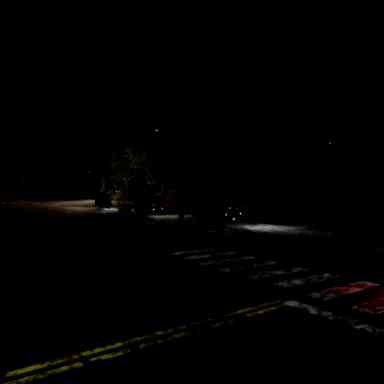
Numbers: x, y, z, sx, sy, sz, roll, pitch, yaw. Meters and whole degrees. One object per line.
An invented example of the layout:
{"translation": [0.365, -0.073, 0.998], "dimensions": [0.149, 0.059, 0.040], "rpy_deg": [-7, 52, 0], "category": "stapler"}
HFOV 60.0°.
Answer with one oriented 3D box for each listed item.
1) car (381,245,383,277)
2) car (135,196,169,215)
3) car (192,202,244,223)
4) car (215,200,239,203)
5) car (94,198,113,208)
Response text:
{"translation": [6.966, 1.691, 9.869], "dimensions": [1.837, 1.490, 4.892], "rpy_deg": [1, 0, 39], "category": "car"}
{"translation": [-4.707, 1.445, 38.191], "dimensions": [2.150, 2.045, 5.566], "rpy_deg": [0, 0, -33], "category": "car"}
{"translation": [2.049, 1.806, 27.820], "dimensions": [1.895, 1.301, 4.718], "rpy_deg": [0, 0, -34], "category": "car"}
{"translation": [3.018, 1.541, 32.600], "dimensions": [2.097, 1.767, 4.553], "rpy_deg": [0, 0, -33], "category": "car"}
{"translation": [-14.068, 1.736, 52.688], "dimensions": [2.128, 1.511, 4.902], "rpy_deg": [0, 0, -32], "category": "car"}
